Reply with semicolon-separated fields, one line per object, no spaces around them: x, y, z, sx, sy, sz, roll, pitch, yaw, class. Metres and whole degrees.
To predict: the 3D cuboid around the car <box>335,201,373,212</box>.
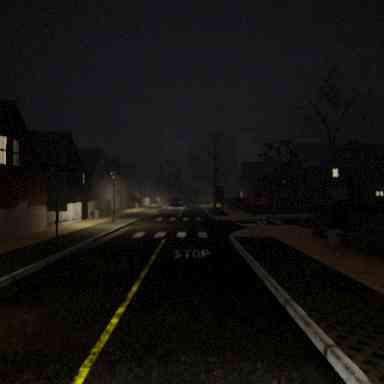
11.499;1.387;22.865;4.902;1.511;2.128;-2;-1;1;car

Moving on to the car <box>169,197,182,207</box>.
-2.805;1.773;58.509;2.097;1.767;4.553;0;0;0;car
